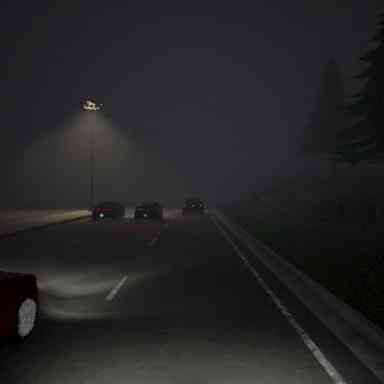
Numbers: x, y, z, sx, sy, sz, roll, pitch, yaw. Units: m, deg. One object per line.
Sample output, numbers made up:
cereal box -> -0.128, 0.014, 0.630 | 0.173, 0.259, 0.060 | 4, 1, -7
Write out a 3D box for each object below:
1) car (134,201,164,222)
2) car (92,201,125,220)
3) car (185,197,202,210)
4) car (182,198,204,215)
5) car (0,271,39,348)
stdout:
car -> -3.400, 1.491, 26.724 | 2.128, 1.511, 4.902 | 0, 0, 0
car -> -6.900, 1.506, 27.822 | 1.837, 1.490, 4.892 | 0, 0, 0
car -> 0.216, 1.491, 43.358 | 2.128, 1.511, 4.902 | 0, 0, 2
car -> 0.097, 1.352, 33.998 | 2.097, 1.767, 4.553 | 0, 0, 0
car -> -3.403, 1.478, 3.395 | 1.882, 1.535, 5.008 | 0, 0, 0
